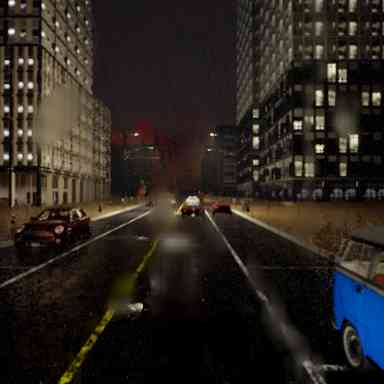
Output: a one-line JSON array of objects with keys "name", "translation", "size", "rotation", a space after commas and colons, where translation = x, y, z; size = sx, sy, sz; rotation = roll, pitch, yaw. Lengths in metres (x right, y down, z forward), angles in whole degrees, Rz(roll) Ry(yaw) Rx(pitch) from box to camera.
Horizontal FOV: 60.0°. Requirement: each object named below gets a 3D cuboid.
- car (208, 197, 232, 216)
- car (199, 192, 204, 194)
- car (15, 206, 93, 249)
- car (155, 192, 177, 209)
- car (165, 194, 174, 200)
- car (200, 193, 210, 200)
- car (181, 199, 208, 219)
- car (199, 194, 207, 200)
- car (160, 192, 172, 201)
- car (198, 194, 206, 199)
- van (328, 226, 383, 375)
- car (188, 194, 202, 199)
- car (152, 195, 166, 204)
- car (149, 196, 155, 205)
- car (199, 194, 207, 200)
[{"name": "car", "translation": [2.699, 1.463, 30.884], "size": [1.802, 1.307, 4.206], "rotation": [1, 0, 0]}, {"name": "car", "translation": [2.693, 1.265, 73.975], "size": [1.887, 1.381, 4.507], "rotation": [1, 0, 0]}, {"name": "car", "translation": [-5.643, 1.385, 14.024], "size": [1.967, 1.590, 4.097], "rotation": [1, 0, 0]}, {"name": "car", "translation": [-3.093, 1.188, 42.654], "size": [2.097, 1.767, 4.553], "rotation": [0, 0, 0]}, {"name": "car", "translation": [-5.690, 1.225, 84.834], "size": [1.887, 1.381, 4.507], "rotation": [1, 0, 0]}, {"name": "car", "translation": [2.695, 1.305, 57.826], "size": [1.752, 1.417, 4.829], "rotation": [1, 0, 0]}, {"name": "car", "translation": [0.096, 1.493, 27.949], "size": [1.895, 1.301, 4.718], "rotation": [0, 0, 0]}, {"name": "car", "translation": [2.691, 1.246, 84.855], "size": [1.947, 1.339, 4.313], "rotation": [1, 0, 0]}, {"name": "car", "translation": [-5.683, 1.035, 73.942], "size": [2.192, 1.841, 5.009], "rotation": [1, 0, 0]}, {"name": "car", "translation": [2.690, 1.227, 90.294], "size": [1.947, 1.339, 4.313], "rotation": [1, 0, 0]}, {"name": "van", "translation": [2.707, 1.329, 2.997], "size": [1.690, 1.788, 3.998], "rotation": [1, 0, 0]}, {"name": "car", "translation": [0.094, 1.355, 44.317], "size": [1.812, 1.442, 4.674], "rotation": [0, 0, 0]}, {"name": "car", "translation": [-5.685, 1.325, 57.606], "size": [1.887, 1.381, 4.507], "rotation": [1, 0, 0]}, {"name": "car", "translation": [-5.685, 1.367, 52.160], "size": [1.947, 1.339, 4.313], "rotation": [1, 0, 0]}, {"name": "car", "translation": [2.692, 1.225, 79.585], "size": [1.752, 1.417, 4.829], "rotation": [1, 0, 0]}]
